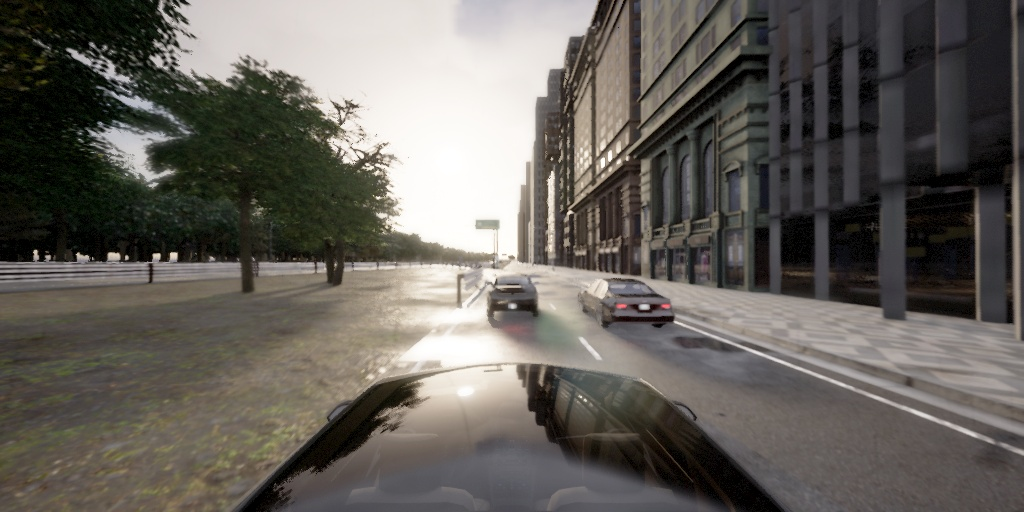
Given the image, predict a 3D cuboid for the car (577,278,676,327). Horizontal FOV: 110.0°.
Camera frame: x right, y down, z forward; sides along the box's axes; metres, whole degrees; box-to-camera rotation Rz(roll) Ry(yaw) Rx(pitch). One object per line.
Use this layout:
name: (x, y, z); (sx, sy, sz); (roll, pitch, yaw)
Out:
car: (3.520, 1.432, 12.010); (2.033, 1.411, 5.357); (0, -1, 0)

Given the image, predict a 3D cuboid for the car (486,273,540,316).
car: (0.043, 1.419, 14.193); (1.837, 1.490, 4.892); (0, 0, 1)
